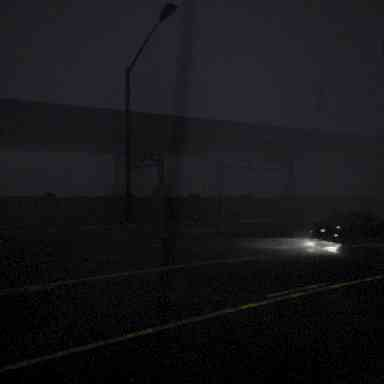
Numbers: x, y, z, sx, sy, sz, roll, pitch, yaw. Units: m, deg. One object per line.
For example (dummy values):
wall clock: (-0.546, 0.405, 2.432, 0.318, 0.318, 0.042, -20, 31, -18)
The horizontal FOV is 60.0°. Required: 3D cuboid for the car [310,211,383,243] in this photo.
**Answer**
car: (7.973, 1.667, 16.708, 4.181, 1.385, 1.994, 1, 0, -28)
